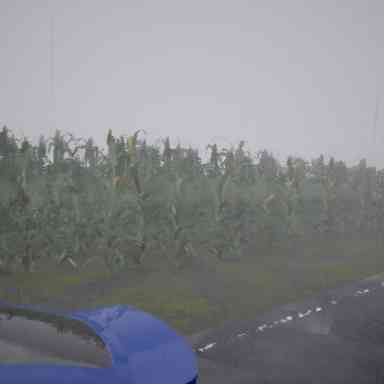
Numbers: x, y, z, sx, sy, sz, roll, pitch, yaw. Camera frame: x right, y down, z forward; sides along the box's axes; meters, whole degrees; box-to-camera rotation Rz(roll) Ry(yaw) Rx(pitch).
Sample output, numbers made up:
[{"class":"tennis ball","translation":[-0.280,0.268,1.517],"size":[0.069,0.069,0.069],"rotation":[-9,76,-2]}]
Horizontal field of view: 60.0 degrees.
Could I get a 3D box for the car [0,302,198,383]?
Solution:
[{"class":"car","translation":[-2.234,1.476,1.536],"size":[5.008,1.535,1.882],"rotation":[0,0,-36]}]
